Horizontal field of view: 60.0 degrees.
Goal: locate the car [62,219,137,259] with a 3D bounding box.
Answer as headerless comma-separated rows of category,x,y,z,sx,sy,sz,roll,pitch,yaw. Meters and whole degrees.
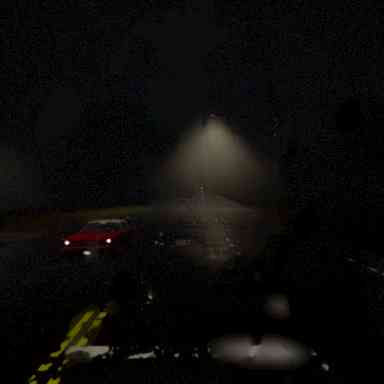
car,-3.566,1.821,13.565,1.895,1.301,4.718,-2,-1,0

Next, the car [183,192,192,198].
car,-1.050,0.753,82.396,2.128,1.511,4.902,0,1,8
